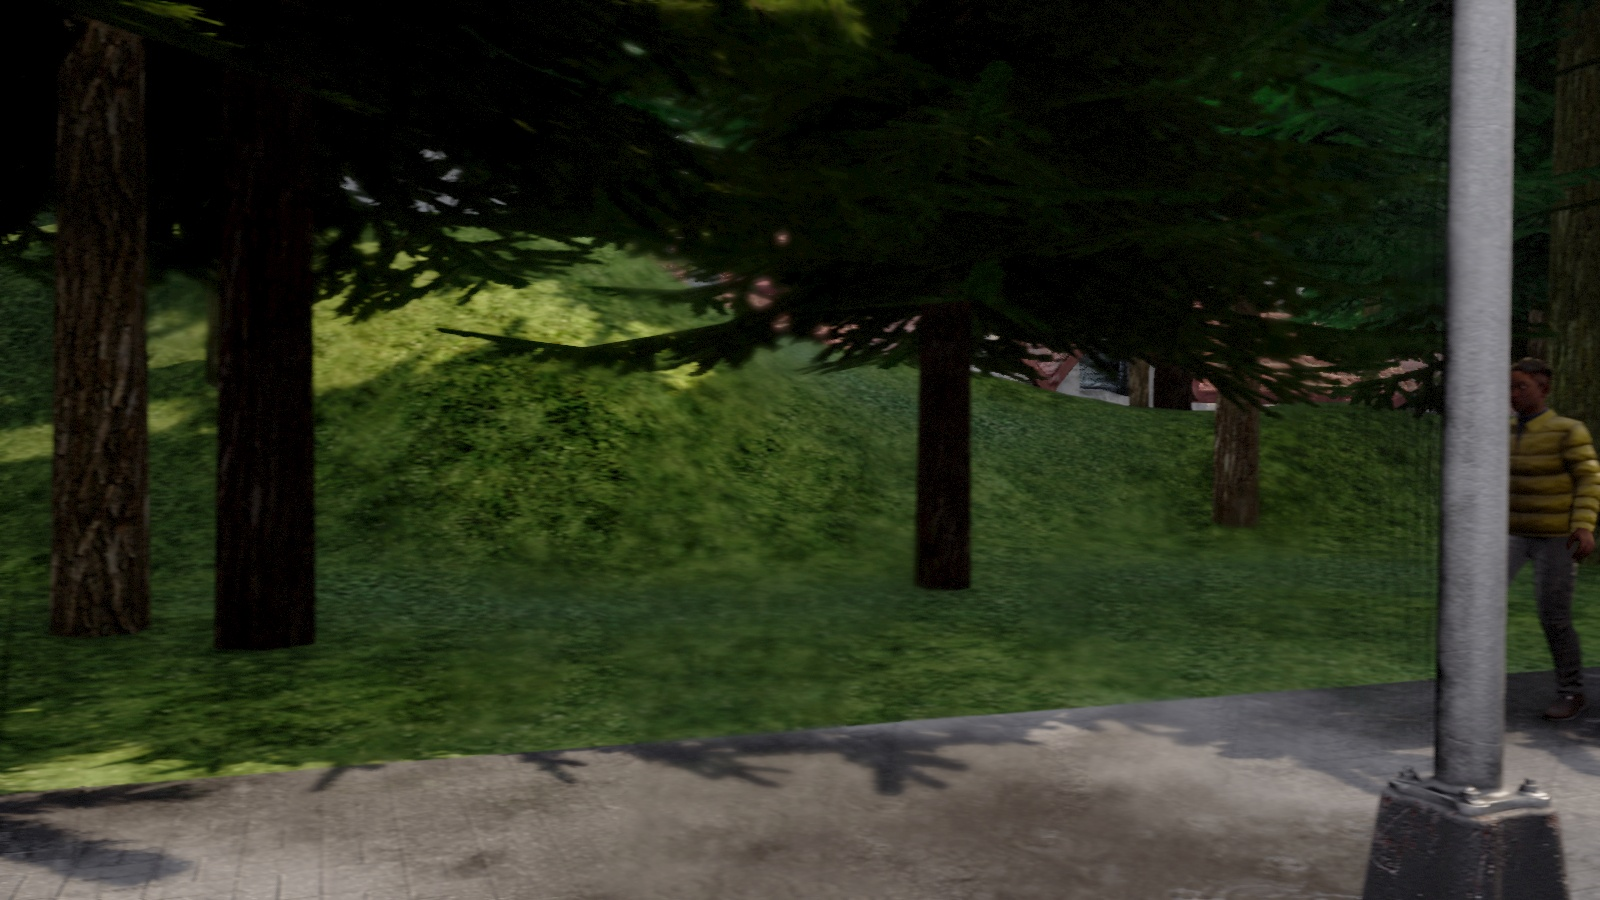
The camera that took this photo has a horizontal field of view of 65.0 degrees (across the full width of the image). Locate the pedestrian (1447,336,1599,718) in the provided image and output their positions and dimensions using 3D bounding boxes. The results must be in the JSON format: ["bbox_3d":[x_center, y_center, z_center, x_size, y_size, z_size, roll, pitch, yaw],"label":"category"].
[{"bbox_3d":[3.723,0.364,6.358,0.709,1.840,0.431,-1,1,-22],"label":"pedestrian"}]
